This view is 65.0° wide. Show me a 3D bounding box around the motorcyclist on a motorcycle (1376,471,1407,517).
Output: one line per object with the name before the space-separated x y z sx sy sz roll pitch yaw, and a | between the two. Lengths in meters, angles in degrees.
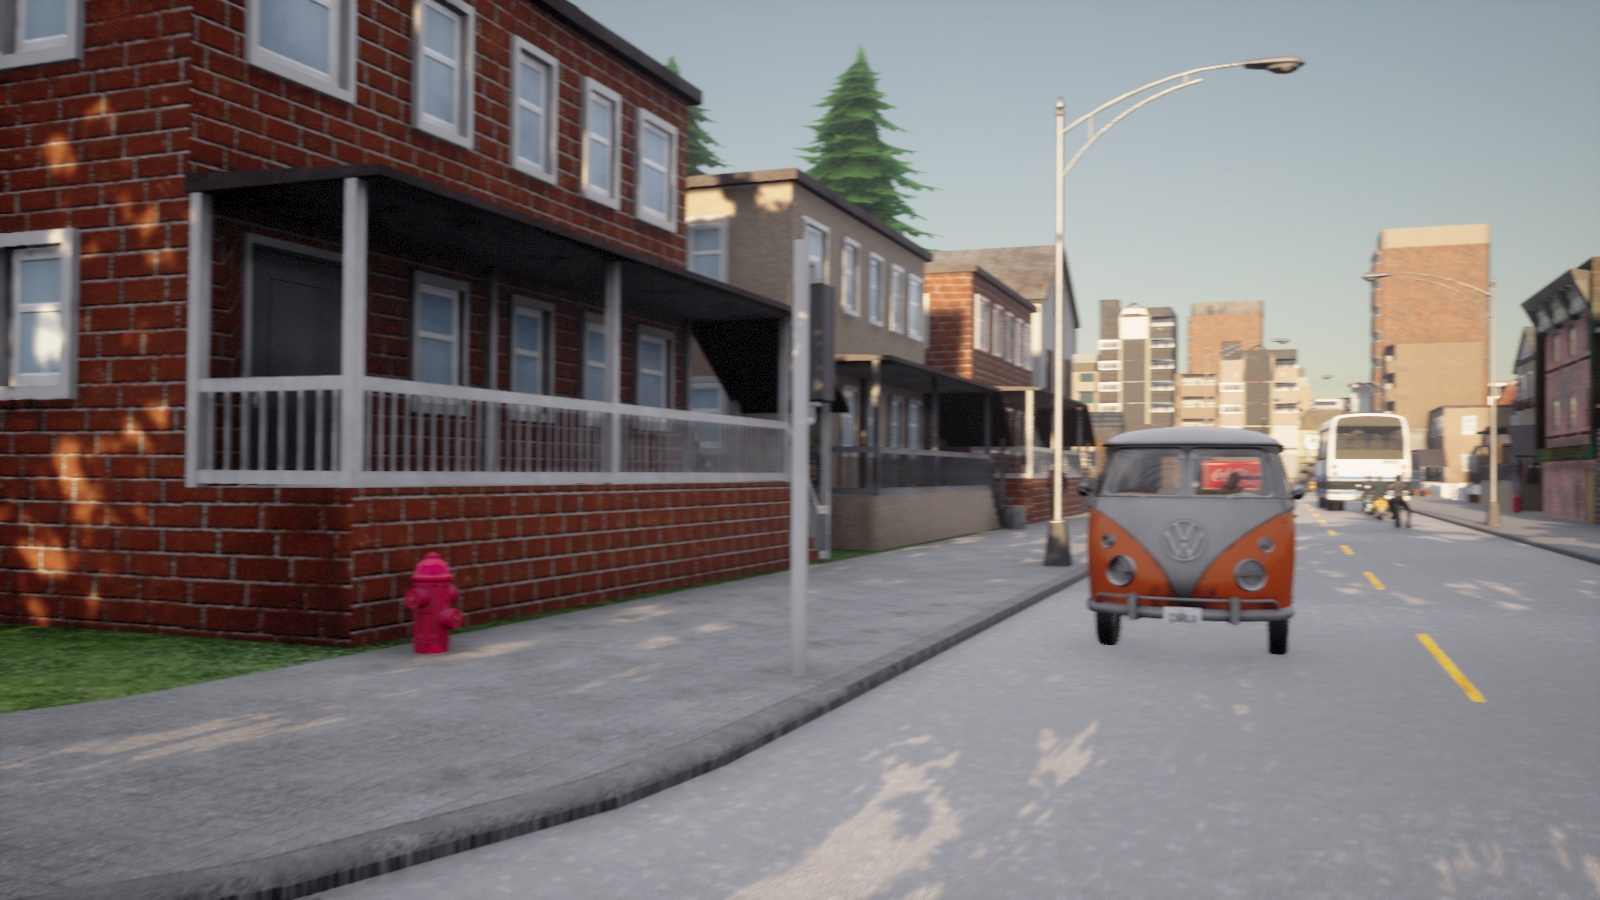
motorcyclist on a motorcycle | 21.022 1.538 44.656 0.866 1.590 1.817 0 0 21

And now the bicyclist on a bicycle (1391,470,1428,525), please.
bicyclist on a bicycle | 18.263 1.401 37.641 0.866 1.612 1.509 0 -1 21

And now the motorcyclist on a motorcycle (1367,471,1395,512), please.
motorcyclist on a motorcycle | 23.120 1.630 49.987 0.866 1.590 1.817 0 -1 21

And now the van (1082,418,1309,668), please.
van | 4.030 0.780 12.374 1.775 1.987 4.442 0 -1 21

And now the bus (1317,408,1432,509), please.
bus | 26.361 0.441 58.174 3.944 4.253 10.273 0 -1 20

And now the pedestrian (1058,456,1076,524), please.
pedestrian | 7.598 1.136 35.736 0.402 1.930 0.666 0 -1 22
